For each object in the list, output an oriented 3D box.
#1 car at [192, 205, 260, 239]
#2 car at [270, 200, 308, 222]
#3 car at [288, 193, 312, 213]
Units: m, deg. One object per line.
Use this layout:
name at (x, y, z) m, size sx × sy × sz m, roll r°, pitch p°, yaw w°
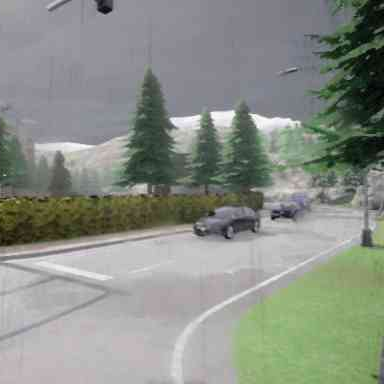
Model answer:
car at (1.925, 1.486, 17.360) m, size 1.837 × 1.490 × 4.892 m, roll -1°, pitch 0°, yaw 36°
car at (7.506, 1.525, 26.021) m, size 1.895 × 1.301 × 4.718 m, roll -1°, pitch 0°, yaw 27°
car at (11.524, 1.106, 35.608) m, size 2.150 × 2.045 × 5.566 m, roll -1°, pitch 0°, yaw 17°
